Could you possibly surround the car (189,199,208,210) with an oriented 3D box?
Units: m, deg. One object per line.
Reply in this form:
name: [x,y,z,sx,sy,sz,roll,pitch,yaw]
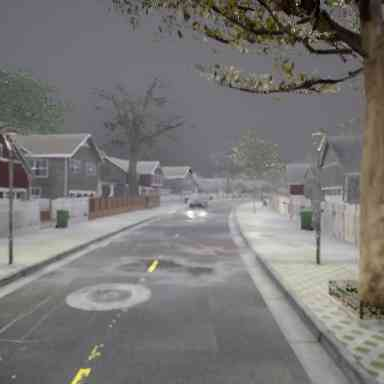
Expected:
car: [0.861,1.495,41.457,1.895,1.301,4.718,0,0,10]
